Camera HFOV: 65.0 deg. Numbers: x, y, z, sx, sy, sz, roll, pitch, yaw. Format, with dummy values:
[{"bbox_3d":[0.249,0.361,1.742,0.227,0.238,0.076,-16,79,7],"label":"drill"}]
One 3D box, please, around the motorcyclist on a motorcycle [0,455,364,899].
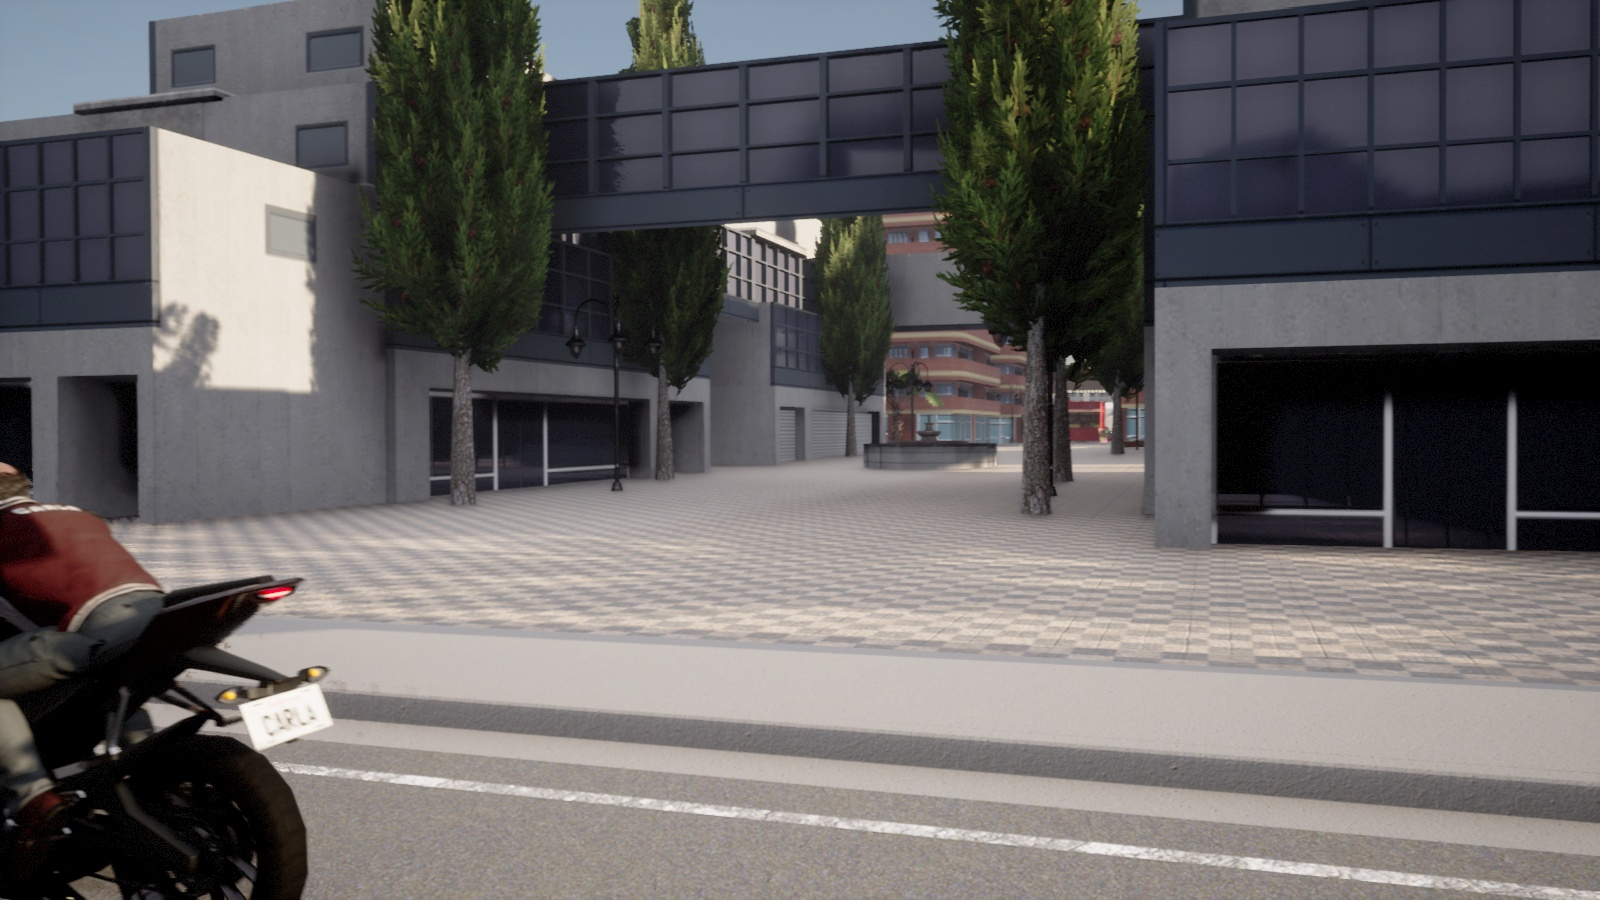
[{"bbox_3d":[-2.614,0.792,4.078,2.191,1.530,0.866,0,1,19],"label":"motorcyclist on a motorcycle"}]
